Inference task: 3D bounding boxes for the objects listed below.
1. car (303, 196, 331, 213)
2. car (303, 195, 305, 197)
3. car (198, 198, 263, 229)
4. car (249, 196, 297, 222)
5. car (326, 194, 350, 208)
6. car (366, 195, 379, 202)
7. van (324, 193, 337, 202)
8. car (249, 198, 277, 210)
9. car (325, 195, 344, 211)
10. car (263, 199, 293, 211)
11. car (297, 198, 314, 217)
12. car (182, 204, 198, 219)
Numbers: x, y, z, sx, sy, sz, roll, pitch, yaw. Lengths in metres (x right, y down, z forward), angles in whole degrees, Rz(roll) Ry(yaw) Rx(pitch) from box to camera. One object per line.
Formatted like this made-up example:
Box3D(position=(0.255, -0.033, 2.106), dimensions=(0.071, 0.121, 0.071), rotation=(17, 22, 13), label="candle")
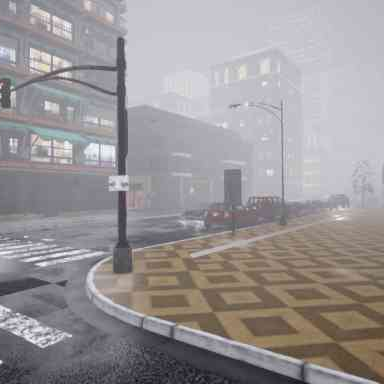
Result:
Box3D(position=(12.460, 1.421, 34.245), dimensions=(1.887, 1.381, 4.507), rotation=(-1, 0, 36), label="car")
Box3D(position=(22.609, 1.439, 61.295), dimensions=(1.752, 1.417, 4.829), rotation=(-1, 0, 36), label="car")
Box3D(position=(2.504, 1.352, 20.739), dimensions=(1.967, 1.590, 4.097), rotation=(-1, 0, 36), label="car")
Box3D(position=(5.821, 1.215, 25.241), dimensions=(2.192, 1.841, 5.009), rotation=(-1, 0, 36), label="car")
Box3D(position=(19.095, 1.167, 43.250), dimensions=(2.192, 1.841, 5.009), rotation=(-1, 0, 36), label="car")
Box3D(position=(35.689, 1.334, 65.761), dimensions=(1.887, 1.381, 4.507), rotation=(-1, 0, 36), label="car")
Box3D(position=(29.345, 1.229, 70.437), dimensions=(1.690, 1.788, 3.998), rotation=(-1, 0, 36), label="van")
Box3D(position=(9.335, 1.489, 43.285), dimensions=(1.752, 1.417, 4.829), rotation=(-1, 0, 36), label="car")
Box3D(position=(15.779, 1.415, 38.747), dimensions=(2.008, 1.369, 4.403), rotation=(-1, 0, 36), label="car")
Box3D(position=(10.574, 1.536, 40.772), dimensions=(1.895, 1.301, 4.718), rotation=(-1, 0, 37), label="car")
Box3D(position=(9.142, 1.470, 29.742), dimensions=(1.802, 1.307, 4.206), rotation=(-1, 0, 36), label="car")
Box3D(position=(1.403, 1.516, 28.370), dimensions=(2.033, 1.411, 5.357), rotation=(-1, 0, 36), label="car")
